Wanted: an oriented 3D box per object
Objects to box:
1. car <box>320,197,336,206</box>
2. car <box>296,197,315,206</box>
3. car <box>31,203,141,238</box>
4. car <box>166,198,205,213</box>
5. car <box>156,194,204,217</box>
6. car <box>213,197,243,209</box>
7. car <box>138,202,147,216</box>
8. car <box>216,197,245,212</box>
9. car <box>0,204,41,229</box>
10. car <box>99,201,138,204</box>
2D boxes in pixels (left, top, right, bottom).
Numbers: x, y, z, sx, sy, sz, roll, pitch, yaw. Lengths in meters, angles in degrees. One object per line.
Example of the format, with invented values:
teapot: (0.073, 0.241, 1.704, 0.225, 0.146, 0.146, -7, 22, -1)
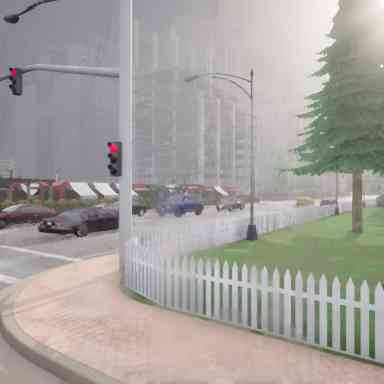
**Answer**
car: (21.080, 1.526, 51.264, 1.812, 1.442, 4.674, 0, 0, 34)
car: (18.251, 1.478, 53.327, 1.882, 1.535, 5.008, 0, 0, 34)
car: (-5.426, 1.547, 17.889, 2.033, 1.411, 5.357, 0, 0, 32)
car: (-0.654, 1.491, 38.128, 2.128, 1.511, 4.902, 0, 0, 34)
car: (-0.990, 1.221, 31.378, 2.150, 2.045, 5.566, 0, 0, 34)
car: (5.160, 1.491, 46.696, 2.128, 1.511, 4.902, 0, 0, 34)
car: (-6.196, 1.478, 29.914, 1.882, 1.535, 5.008, 0, 0, 34)
car: (4.645, 1.491, 39.718, 2.128, 1.511, 4.902, 0, 0, 34)
car: (-11.415, 1.526, 22.169, 1.812, 1.442, 4.674, 0, 0, 36)
car: (-6.300, 1.526, 23.458, 1.812, 1.442, 4.674, 0, 0, 34)
